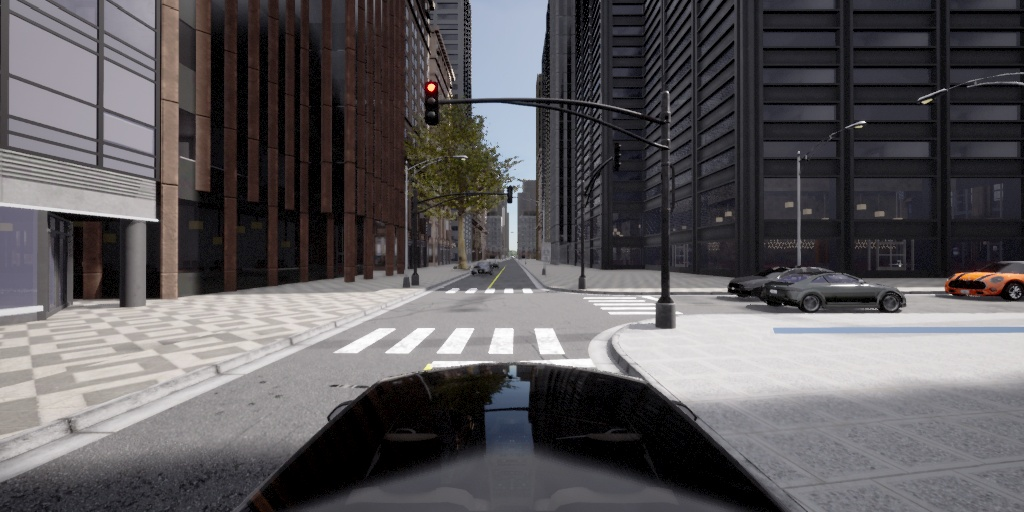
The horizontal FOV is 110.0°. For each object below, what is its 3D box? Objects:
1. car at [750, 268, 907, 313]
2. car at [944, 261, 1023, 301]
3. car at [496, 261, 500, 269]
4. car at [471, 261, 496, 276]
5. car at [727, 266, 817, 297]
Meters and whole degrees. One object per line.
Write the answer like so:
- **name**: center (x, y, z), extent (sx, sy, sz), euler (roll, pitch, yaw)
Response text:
- **car**: center (11.556, 1.256, 13.090), extent (4.181, 1.385, 1.994), euler (0, 0, 0)
- **car**: center (22.696, 1.016, 16.186), extent (4.553, 1.767, 2.097), euler (0, 0, 0)
- **car**: center (-2.907, 1.397, 55.906), extent (1.895, 1.301, 4.718), euler (0, 0, 1)
- **car**: center (-2.999, 1.322, 36.682), extent (1.994, 1.385, 4.181), euler (0, 0, 0)
- **car**: center (12.413, 1.206, 16.191), extent (4.892, 1.490, 1.837), euler (0, 0, 0)
